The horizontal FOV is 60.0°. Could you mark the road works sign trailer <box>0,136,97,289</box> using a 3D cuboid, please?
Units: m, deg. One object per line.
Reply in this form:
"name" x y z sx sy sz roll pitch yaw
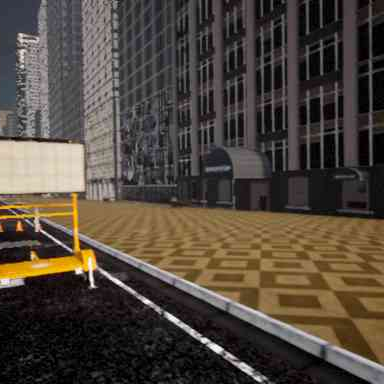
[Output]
"road works sign trailer" -3.914 0.457 8.344 2.380 3.560 2.880 -2 1 -31
